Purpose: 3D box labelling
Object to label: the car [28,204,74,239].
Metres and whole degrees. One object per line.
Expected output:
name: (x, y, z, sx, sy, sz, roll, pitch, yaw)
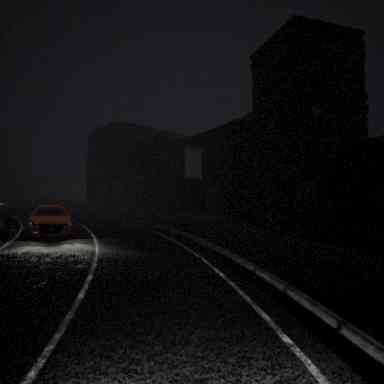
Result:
car: (-7.212, 1.392, 17.023, 1.882, 1.535, 5.008, 2, 0, -23)
